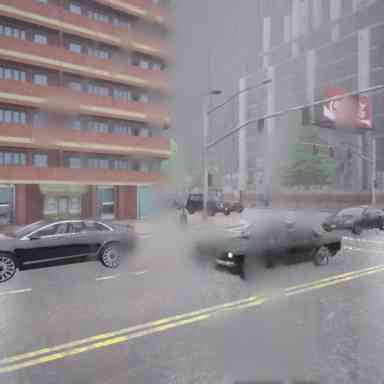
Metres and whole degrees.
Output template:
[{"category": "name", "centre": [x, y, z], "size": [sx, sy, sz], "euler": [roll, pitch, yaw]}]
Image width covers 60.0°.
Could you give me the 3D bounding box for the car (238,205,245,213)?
[{"category": "car", "centre": [3.502, 1.601, 36.150], "size": [1.895, 1.301, 4.718], "euler": [0, 0, -35]}]

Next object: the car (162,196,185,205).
[{"category": "car", "centre": [-3.298, 1.526, 58.415], "size": [1.812, 1.442, 4.674], "euler": [0, 0, -35]}]

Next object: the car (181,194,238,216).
[{"category": "car", "centre": [1.579, 1.222, 32.791], "size": [2.150, 2.045, 5.566], "euler": [0, 0, -35]}]

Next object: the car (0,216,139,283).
[{"category": "car", "centre": [-3.985, 1.491, 9.735], "size": [4.902, 1.511, 2.128], "euler": [0, 0, -35]}]

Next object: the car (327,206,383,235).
[{"category": "car", "centre": [9.456, 1.527, 19.027], "size": [4.674, 1.442, 1.812], "euler": [-1, 0, -35]}]

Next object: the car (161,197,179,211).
[{"category": "car", "centre": [-3.954, 1.352, 40.696], "size": [2.097, 1.767, 4.553], "euler": [0, 0, -35]}]

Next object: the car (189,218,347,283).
[{"category": "car", "centre": [2.267, 1.601, 9.805], "size": [4.718, 1.301, 1.895], "euler": [0, 0, -35]}]

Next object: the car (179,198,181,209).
[{"category": "car", "centre": [-1.859, 1.491, 43.809], "size": [2.128, 1.511, 4.902], "euler": [0, 0, -35]}]
